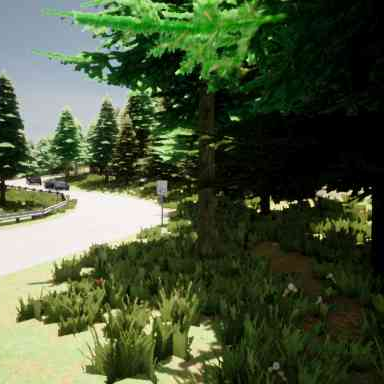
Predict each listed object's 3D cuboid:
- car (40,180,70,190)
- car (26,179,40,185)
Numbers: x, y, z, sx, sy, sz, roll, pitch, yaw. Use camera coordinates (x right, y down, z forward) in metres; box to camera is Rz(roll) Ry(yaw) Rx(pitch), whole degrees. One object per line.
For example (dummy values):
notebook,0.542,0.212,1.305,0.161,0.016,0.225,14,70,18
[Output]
car,-18.773,-0.986,46.136,4.181,1.385,1.994,6,4,40
car,-25.392,-1.913,53.410,1.837,1.490,4.892,0,5,-33
